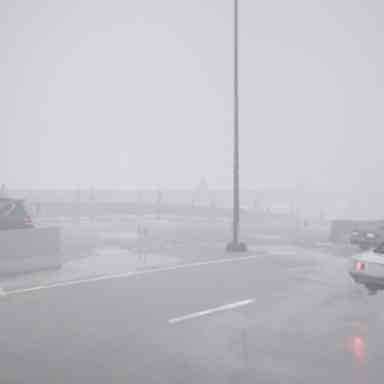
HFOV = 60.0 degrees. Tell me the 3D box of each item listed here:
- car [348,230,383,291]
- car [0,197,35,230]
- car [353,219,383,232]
[{"bbox_3d":[5.816,1.682,7.896,4.718,1.301,1.895,2,-1,-36],"label":"car"},{"bbox_3d":[-8.227,1.219,11.021,5.566,2.045,2.150,0,0,-36],"label":"car"},{"bbox_3d":[9.021,1.890,14.485,5.357,1.411,2.033,4,-2,-35],"label":"car"}]
